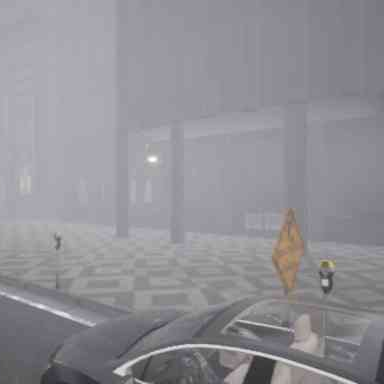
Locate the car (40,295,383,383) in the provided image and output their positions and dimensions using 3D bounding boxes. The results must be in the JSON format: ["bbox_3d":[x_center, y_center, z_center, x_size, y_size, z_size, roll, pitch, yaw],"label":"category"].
[{"bbox_3d":[0.568,1.556,2.555,4.403,1.369,2.008,0,0,35],"label":"car"}]
